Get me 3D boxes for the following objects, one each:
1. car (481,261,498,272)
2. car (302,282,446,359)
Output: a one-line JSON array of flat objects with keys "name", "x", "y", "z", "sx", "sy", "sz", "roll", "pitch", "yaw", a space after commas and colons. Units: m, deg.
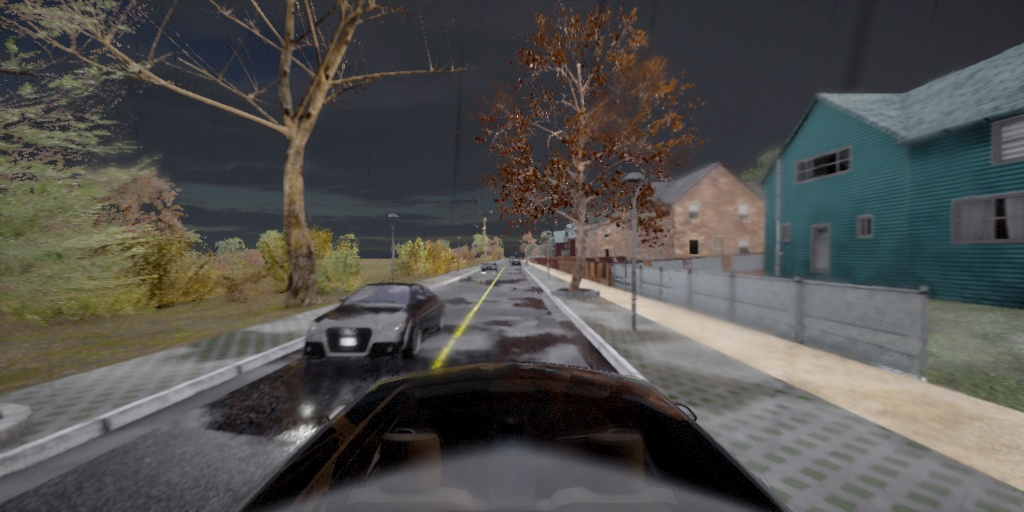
[{"name": "car", "x": -2.818, "y": 1.326, "z": 45.850, "sx": 1.994, "sy": 1.385, "sz": 4.181, "roll": 0, "pitch": 0, "yaw": 0}, {"name": "car", "x": -2.824, "y": 1.313, "z": 8.251, "sx": 1.994, "sy": 1.385, "sz": 4.181, "roll": 0, "pitch": 0, "yaw": 1}]
